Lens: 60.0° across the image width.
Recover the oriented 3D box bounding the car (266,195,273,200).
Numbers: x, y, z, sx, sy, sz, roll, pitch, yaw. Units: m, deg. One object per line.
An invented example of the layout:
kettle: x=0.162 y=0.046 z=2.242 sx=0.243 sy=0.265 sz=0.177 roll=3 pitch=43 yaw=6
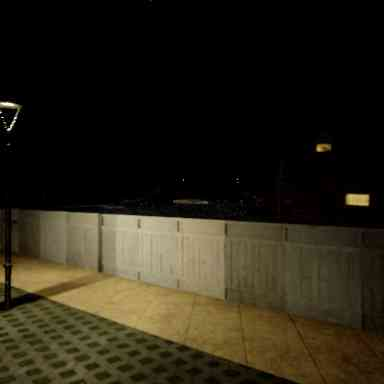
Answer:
car: x=12.322 y=1.151 z=56.078 sx=1.812 sy=1.442 sz=4.674 roll=3 pitch=3 yaw=42

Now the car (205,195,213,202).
car: x=4.151 y=1.000 z=56.766 sx=1.994 sy=1.385 sz=4.181 roll=3 pitch=3 yaw=42

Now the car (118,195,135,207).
car: x=-7.549 y=1.141 z=44.082 sx=1.812 sy=1.442 sz=4.674 roll=3 pitch=3 yaw=42

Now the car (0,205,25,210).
car: x=-12.969 y=1.697 z=23.590 sx=1.837 sy=1.490 sz=4.892 roll=2 pitch=2 yaw=42

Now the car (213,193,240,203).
car: x=5.909 y=1.276 z=48.987 sx=2.033 sy=1.411 sz=5.357 roll=3 pitch=3 yaw=43

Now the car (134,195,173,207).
car: x=-4.573 y=1.232 z=42.536 sx=1.837 sy=1.490 sz=4.892 roll=3 pitch=3 yaw=42

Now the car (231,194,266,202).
car: x=7.936 y=1.362 z=46.392 sx=1.837 sy=1.490 sz=4.892 roll=3 pitch=3 yaw=43
